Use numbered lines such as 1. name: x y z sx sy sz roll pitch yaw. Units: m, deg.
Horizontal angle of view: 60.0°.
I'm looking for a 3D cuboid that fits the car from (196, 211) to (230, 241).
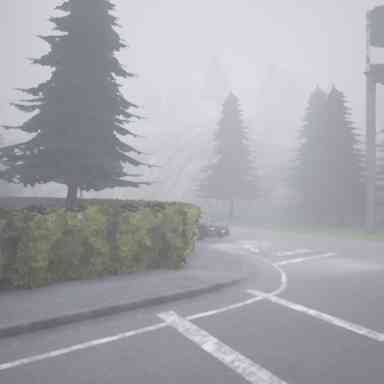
1. car: -0.024 1.759 18.676 1.837 1.490 4.892 1 0 -42
